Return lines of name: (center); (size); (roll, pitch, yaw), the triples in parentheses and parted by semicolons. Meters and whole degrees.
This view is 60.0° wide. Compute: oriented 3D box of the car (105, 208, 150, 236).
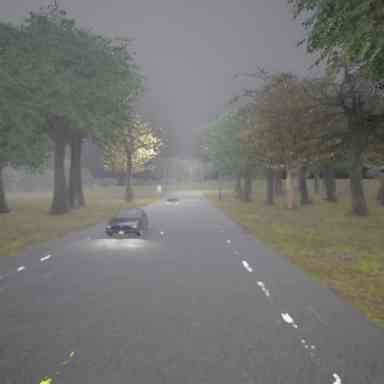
car: (-3.601, 1.688, 19.586); (2.033, 1.411, 5.357); (0, 0, 0)

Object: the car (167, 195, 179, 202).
car: (-3.526, 1.192, 61.858); (1.994, 1.385, 4.181); (0, 1, 1)
